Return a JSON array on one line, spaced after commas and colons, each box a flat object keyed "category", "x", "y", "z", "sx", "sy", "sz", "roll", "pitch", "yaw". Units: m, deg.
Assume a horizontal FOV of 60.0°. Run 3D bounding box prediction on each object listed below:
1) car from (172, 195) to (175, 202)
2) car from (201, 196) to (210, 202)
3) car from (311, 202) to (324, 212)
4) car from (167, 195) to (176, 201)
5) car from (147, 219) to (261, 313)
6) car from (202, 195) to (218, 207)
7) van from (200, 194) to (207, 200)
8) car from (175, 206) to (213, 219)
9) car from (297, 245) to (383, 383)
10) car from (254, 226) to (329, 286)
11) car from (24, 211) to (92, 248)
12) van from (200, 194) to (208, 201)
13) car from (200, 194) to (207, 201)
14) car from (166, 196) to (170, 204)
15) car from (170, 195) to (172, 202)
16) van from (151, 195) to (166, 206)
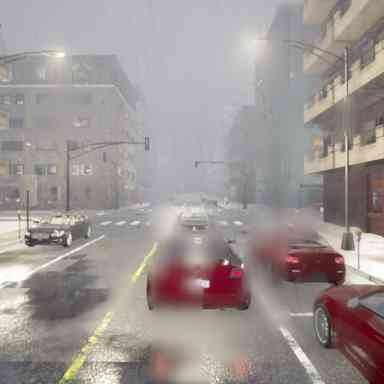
[{"category": "car", "x": -5.347, "y": 1.568, "z": 75.518, "sx": 1.947, "sy": 1.339, "sz": 4.313, "roll": 1, "pitch": 0, "yaw": 0}, {"category": "car", "x": 3.033, "y": 1.583, "z": 75.437, "sx": 1.802, "sy": 1.307, "sz": 4.206, "roll": 1, "pitch": 0, "yaw": 0}, {"category": "car", "x": 15.558, "y": 1.514, "z": 36.948, "sx": 4.507, "sy": 1.381, "sz": 1.887, "roll": 0, "pitch": -1, "yaw": 1}, {"category": "car", "x": -5.271, "y": 1.546, "z": 86.858, "sx": 1.887, "sy": 1.381, "sz": 4.507, "roll": 1, "pitch": 0, "yaw": 0}, {"category": "car", "x": 0.108, "y": 1.565, "z": 7.779, "sx": 1.994, "sy": 1.385, "sz": 4.181, "roll": 0, "pitch": 0, "yaw": -1}, {"category": "car", "x": 2.978, "y": 1.553, "z": 51.179, "sx": 2.008, "sy": 1.369, "sz": 4.403, "roll": 1, "pitch": 0, "yaw": 0}, {"category": "van", "x": 3.150, "y": 1.341, "z": 92.448, "sx": 1.690, "sy": 1.788, "sz": 3.998, "roll": 1, "pitch": 0, "yaw": 0}, {"category": "car", "x": 0.107, "y": 1.603, "z": 16.597, "sx": 1.895, "sy": 1.301, "sz": 4.718, "roll": 0, "pitch": 0, "yaw": 0}, {"category": "car", "x": 2.669, "y": 1.583, "z": 3.386, "sx": 1.802, "sy": 1.307, "sz": 4.206, "roll": 1, "pitch": 0, "yaw": 0}, {"category": "car", "x": 2.670, "y": 1.583, "z": 9.057, "sx": 1.802, "sy": 1.307, "sz": 4.206, "roll": 1, "pitch": 0, "yaw": 0}, {"category": "car", "x": -5.766, "y": 1.553, "z": 14.798, "sx": 2.008, "sy": 1.369, "sz": 4.403, "roll": 1, "pitch": 0, "yaw": 0}, {"category": "van", "x": 3.112, "y": 1.341, "z": 86.777, "sx": 1.690, "sy": 1.788, "sz": 3.998, "roll": 1, "pitch": 0, "yaw": 0}, {"category": "car", "x": 2.995, "y": 1.552, "z": 69.767, "sx": 2.008, "sy": 1.369, "sz": 4.403, "roll": 1, "pitch": 0, "yaw": 0}, {"category": "car", "x": -5.460, "y": 1.569, "z": 58.505, "sx": 1.947, "sy": 1.339, "sz": 4.313, "roll": 1, "pitch": 0, "yaw": 0}, {"category": "car", "x": -5.420, "y": 1.443, "z": 64.176, "sx": 1.967, "sy": 1.590, "sz": 4.097, "roll": 1, "pitch": 0, "yaw": 0}, {"category": "van", "x": -5.570, "y": 1.344, "z": 52.843, "sx": 1.690, "sy": 1.788, "sz": 3.998, "roll": 1, "pitch": 0, "yaw": 0}]
